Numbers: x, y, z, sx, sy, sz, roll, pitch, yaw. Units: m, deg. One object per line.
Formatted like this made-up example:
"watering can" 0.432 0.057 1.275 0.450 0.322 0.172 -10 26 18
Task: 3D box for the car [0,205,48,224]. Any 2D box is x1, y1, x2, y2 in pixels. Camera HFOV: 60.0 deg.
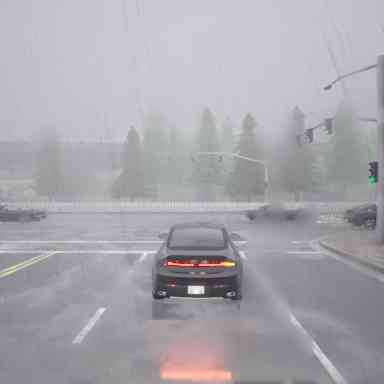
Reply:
"car" -12.967 1.564 23.779 4.718 1.301 1.895 0 0 0

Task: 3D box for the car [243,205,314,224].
"car" 6.111 1.557 23.653 4.718 1.301 1.895 0 0 0

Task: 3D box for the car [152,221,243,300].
"car" 0.171 1.505 8.374 1.837 1.490 4.892 0 0 2

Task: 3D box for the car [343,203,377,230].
"car" 11.745 1.448 20.121 4.892 1.490 1.837 0 0 0
